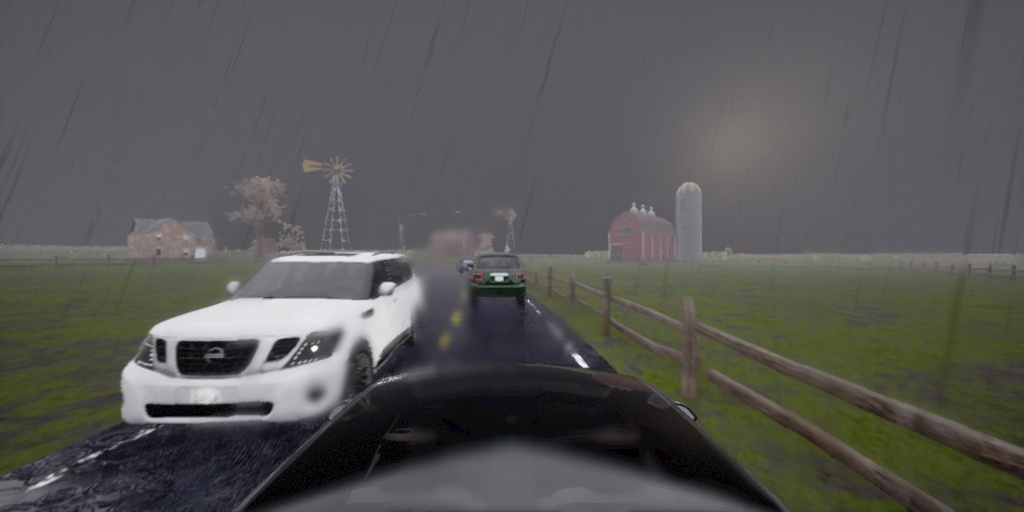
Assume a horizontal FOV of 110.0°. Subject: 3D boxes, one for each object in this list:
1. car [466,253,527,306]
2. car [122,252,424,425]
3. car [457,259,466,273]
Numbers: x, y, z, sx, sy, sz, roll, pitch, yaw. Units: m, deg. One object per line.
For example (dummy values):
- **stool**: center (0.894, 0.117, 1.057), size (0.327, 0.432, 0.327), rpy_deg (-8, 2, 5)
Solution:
- **car**: center (-0.699, 0.875, 15.443), size (2.150, 2.045, 5.566), rpy_deg (0, 1, -5)
- **car**: center (-3.001, 0.941, 6.128), size (2.150, 2.045, 5.566), rpy_deg (0, 0, -3)
- **car**: center (-4.567, 0.992, 37.068), size (1.812, 1.442, 4.674), rpy_deg (0, 1, -14)
